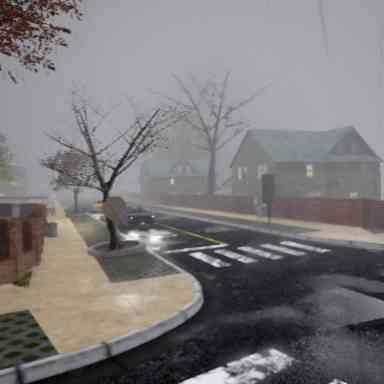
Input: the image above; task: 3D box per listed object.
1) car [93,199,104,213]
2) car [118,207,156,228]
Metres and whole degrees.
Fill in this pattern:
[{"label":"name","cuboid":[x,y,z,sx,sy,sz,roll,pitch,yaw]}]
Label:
[{"label":"car","cuboid":[-10.807,1.613,40.007,1.882,1.535,5.008,-3,1,-22]},{"label":"car","cuboid":[-4.062,1.737,23.838,1.895,1.301,4.718,-3,1,-23]}]
